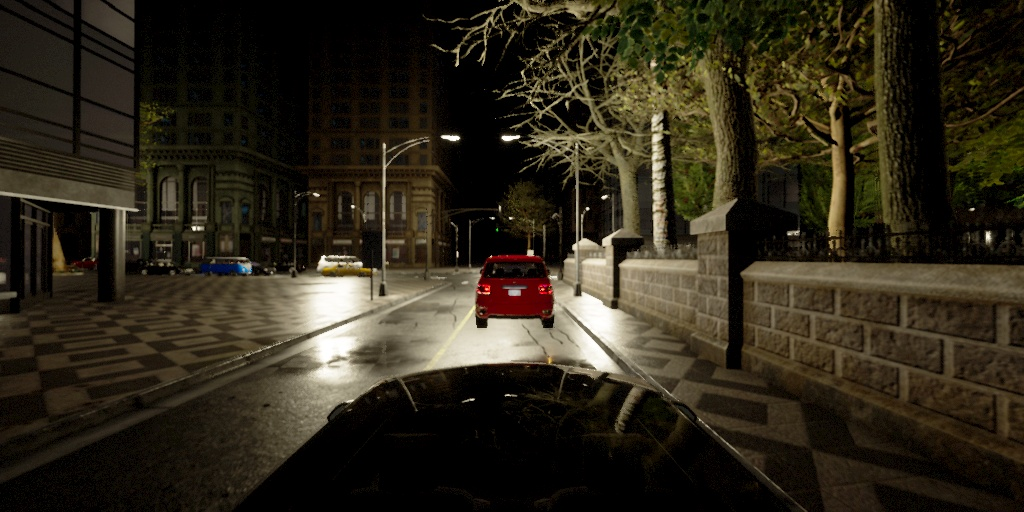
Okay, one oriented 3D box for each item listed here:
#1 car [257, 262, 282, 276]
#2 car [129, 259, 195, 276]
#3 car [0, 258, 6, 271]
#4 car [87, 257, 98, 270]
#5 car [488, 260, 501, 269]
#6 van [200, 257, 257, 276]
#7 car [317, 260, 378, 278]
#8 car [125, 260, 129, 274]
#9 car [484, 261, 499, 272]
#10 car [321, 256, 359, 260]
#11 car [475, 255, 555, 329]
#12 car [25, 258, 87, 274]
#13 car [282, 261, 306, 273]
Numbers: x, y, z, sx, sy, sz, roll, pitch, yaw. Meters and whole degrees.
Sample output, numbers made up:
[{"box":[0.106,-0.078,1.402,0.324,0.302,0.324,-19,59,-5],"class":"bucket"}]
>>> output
[{"box":[-26.596,1.238,35.792,5.357,1.411,2.033,1,0,1],"class":"car"},{"box":[-31.962,1.160,33.155,4.403,1.370,2.007,0,0,0],"class":"car"},{"box":[-48.818,0.922,33.259,4.403,1.370,2.007,0,0,0],"class":"car"},{"box":[-48.773,0.859,41.784,4.097,1.591,1.967,0,0,0],"class":"car"},{"box":[-3.044,1.510,63.763,2.033,1.411,5.357,0,0,1],"class":"car"},{"box":[-26.344,1.020,33.120,3.998,1.789,1.690,0,0,0],"class":"van"},{"box":[-14.932,1.325,33.050,4.829,1.417,1.751,0,0,0],"class":"car"},{"box":[-36.602,1.053,35.865,4.902,1.511,2.128,1,0,1],"class":"car"},{"box":[-3.105,1.519,53.728,2.033,1.411,5.357,0,0,-4],"class":"car"},{"box":[-16.362,1.024,35.729,5.566,2.045,2.150,1,0,1],"class":"car"},{"box":[0.100,1.027,11.594,2.150,2.045,5.566,0,0,1],"class":"car"},{"box":[-43.031,0.979,33.223,4.829,1.417,1.751,0,0,0],"class":"car"},{"box":[-26.301,1.293,41.646,4.313,1.339,1.948,0,0,0],"class":"car"}]
